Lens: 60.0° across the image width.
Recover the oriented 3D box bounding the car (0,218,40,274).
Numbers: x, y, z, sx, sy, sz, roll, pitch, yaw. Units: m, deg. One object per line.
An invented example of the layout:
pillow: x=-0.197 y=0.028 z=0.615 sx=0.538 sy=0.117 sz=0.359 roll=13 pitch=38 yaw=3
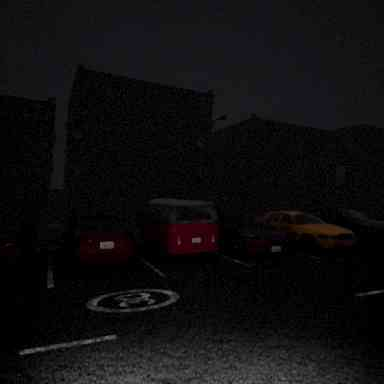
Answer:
car: x=-5.830 y=1.493 z=10.107 sx=2.163 sy=1.488 sz=4.792 roll=0 pitch=0 yaw=-24

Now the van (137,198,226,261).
van: x=-0.729 y=1.255 z=12.437 sx=1.878 sy=1.987 sz=4.442 roll=0 pitch=0 yaw=-24

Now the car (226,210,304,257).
car: x=1.896 y=1.520 z=13.428 sx=2.163 sy=1.488 sz=4.792 roll=0 pitch=0 yaw=-24

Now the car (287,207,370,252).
car: x=4.527 y=1.496 z=14.409 sx=1.946 sy=1.575 sz=5.366 roll=0 pitch=0 yaw=-24

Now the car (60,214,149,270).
car: x=-3.263 y=1.502 z=11.232 sx=2.163 sy=1.488 sz=4.792 roll=0 pitch=0 yaw=-24

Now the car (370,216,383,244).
car: x=7.015 y=1.508 z=15.707 sx=2.097 sy=1.535 sz=5.008 roll=0 pitch=0 yaw=-24
